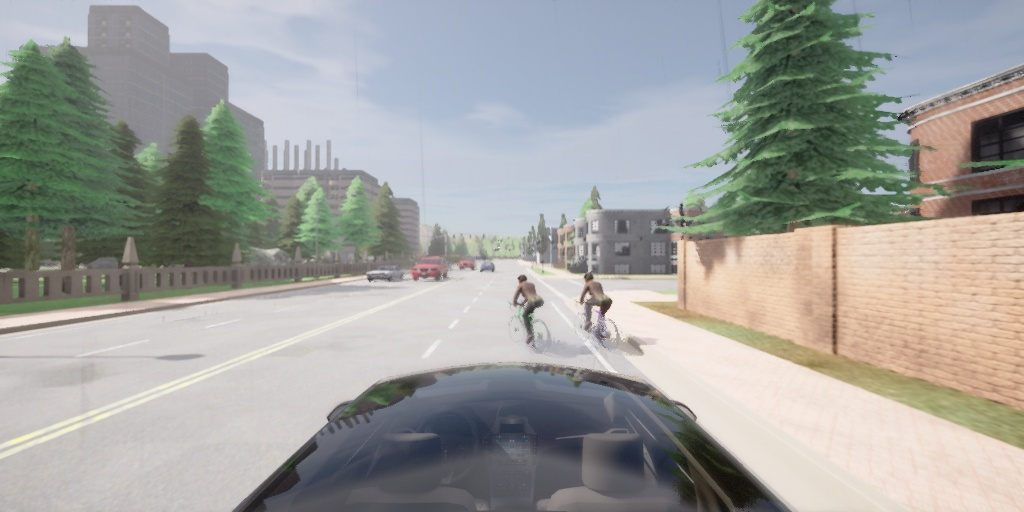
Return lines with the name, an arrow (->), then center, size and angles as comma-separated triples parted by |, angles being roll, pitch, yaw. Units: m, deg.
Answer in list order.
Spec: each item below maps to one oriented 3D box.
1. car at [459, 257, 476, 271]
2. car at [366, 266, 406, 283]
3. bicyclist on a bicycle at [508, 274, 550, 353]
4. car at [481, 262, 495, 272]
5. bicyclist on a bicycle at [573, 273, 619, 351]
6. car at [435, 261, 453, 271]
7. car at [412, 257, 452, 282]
car -> -7.018, 1.237, 56.836 | 2.150, 2.045, 5.566 | 0, -1, 0
car -> -10.581, 1.487, 30.303 | 1.895, 1.301, 4.718 | 0, 0, 0
bicyclist on a bicycle -> 0.330, 1.233, 7.888 | 0.582, 1.620, 1.656 | 0, -2, -31
car -> -3.368, 1.531, 50.671 | 2.033, 1.411, 5.357 | 0, 0, 0
bicyclist on a bicycle -> 1.836, 1.219, 8.067 | 0.582, 1.620, 1.656 | -1, 0, -24
car -> -10.525, 1.514, 55.744 | 1.837, 1.490, 4.892 | 0, -1, 0
car -> -7.080, 1.116, 31.533 | 2.150, 2.045, 5.566 | 0, -1, 0
